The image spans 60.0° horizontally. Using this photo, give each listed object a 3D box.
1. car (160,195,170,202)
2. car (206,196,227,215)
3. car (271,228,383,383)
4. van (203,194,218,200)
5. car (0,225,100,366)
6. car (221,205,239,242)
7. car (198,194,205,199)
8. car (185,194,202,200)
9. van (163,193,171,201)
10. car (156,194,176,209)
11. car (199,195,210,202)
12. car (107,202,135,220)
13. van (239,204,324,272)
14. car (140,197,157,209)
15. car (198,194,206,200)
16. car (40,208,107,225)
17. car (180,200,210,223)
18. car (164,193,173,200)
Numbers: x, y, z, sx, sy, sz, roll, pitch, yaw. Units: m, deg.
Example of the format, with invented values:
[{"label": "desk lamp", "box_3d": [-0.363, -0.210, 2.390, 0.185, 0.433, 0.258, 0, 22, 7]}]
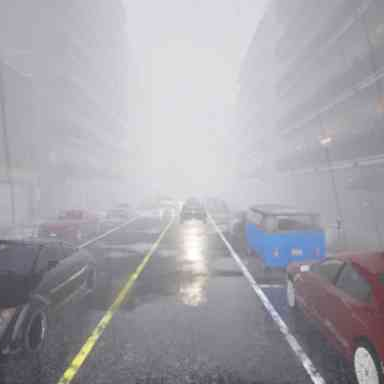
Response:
[{"label": "car", "box_3d": [-5.732, 1.312, 71.111, 1.887, 1.381, 4.507, 0, 0, 0]}, {"label": "car", "box_3d": [2.667, 1.412, 32.608, 1.752, 1.417, 4.829, -1, 0, 0]}, {"label": "car", "box_3d": [2.681, 1.527, 4.821, 1.887, 1.381, 4.507, 0, 0, 0]}, {"label": "van", "box_3d": [2.660, 1.193, 43.485, 1.690, 1.788, 3.998, -1, 0, 0]}, {"label": "car", "box_3d": [-3.090, 1.543, 5.764, 1.994, 1.385, 4.181, 0, 0, 0]}, {"label": "car", "box_3d": [2.676, 1.509, 15.868, 1.947, 1.339, 4.313, 0, 0, 0]}, {"label": "car", "box_3d": [2.638, 1.229, 93.366, 1.752, 1.417, 4.829, -1, 0, 0]}, {"label": "car", "box_3d": [0.080, 1.355, 44.423, 1.837, 1.490, 4.892, 0, 0, 0]}, {"label": "van", "box_3d": [-5.736, 1.092, 76.634, 1.690, 1.788, 3.998, -1, 0, 0]}, {"label": "car", "box_3d": [-3.100, 1.381, 42.426, 1.812, 1.442, 4.674, 0, 0, 0]}, {"label": "car", "box_3d": [2.649, 1.318, 71.102, 2.008, 1.369, 4.403, -1, 0, 0]}, {"label": "car", "box_3d": [-5.710, 1.488, 26.924, 1.802, 1.307, 4.206, 0, 0, 0]}, {"label": "van", "box_3d": [2.677, 1.304, 10.344, 1.690, 1.788, 3.998, 0, 0, 0]}, {"label": "car", "box_3d": [-5.719, 1.378, 43.324, 1.752, 1.417, 4.829, 0, 0, 0]}, {"label": "car", "box_3d": [2.641, 1.270, 87.672, 2.008, 1.369, 4.403, -1, 0, 0]}, {"label": "car", "box_3d": [-5.705, 1.488, 15.877, 1.887, 1.381, 4.507, 0, 0, 0]}, {"label": "car", "box_3d": [0.089, 1.515, 24.505, 1.895, 1.301, 4.718, 0, 0, 0]}, {"label": "car", "box_3d": [-5.738, 1.175, 82.158, 1.967, 1.590, 4.097, -1, 0, 0]}]
